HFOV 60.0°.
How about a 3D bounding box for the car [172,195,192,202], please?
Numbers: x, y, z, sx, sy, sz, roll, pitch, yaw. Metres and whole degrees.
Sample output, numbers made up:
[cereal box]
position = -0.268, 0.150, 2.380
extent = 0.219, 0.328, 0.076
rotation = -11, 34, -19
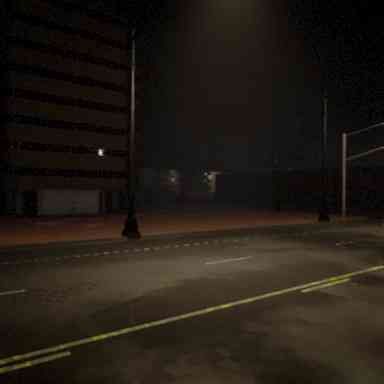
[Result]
[car]
position = -2.183, 1.577, 71.408
extent = 2.150, 2.045, 5.566
rotation = 1, 0, -36
